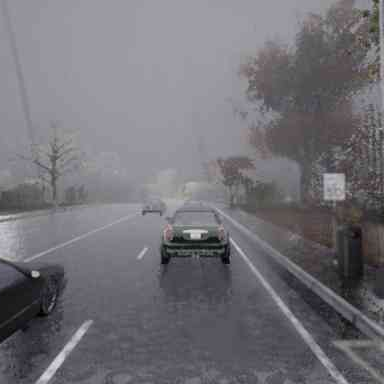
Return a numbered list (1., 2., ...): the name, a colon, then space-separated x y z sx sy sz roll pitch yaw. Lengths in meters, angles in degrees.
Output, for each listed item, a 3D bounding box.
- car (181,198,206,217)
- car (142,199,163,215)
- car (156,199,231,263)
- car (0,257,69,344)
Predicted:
1. car: 0.108 1.336 29.722 2.033 1.411 5.357 0 0 0
2. car: -3.392 1.332 30.360 2.033 1.411 5.357 0 0 0
3. car: 0.103 1.268 11.715 2.097 1.767 4.553 0 0 0
4. car: -3.415 1.517 4.251 2.033 1.411 5.357 0 0 0
